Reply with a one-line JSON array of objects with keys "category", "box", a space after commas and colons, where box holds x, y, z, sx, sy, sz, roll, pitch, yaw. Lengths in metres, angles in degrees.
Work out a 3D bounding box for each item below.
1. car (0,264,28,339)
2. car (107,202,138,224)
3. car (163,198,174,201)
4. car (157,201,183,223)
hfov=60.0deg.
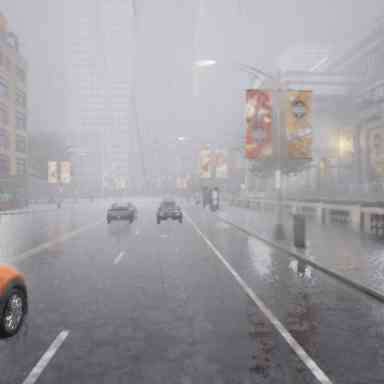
[{"category": "car", "box": [-3.750, 1.375, 3.753, 2.097, 1.767, 4.553, 0, 0, -2]}, {"category": "car", "box": [-5.227, 1.532, 25.302, 2.128, 1.511, 4.902, 0, 0, -4]}, {"category": "car", "box": [-2.865, 1.539, 40.390, 1.837, 1.490, 4.892, 0, 0, -4]}, {"category": "car", "box": [-1.755, 1.622, 25.849, 1.895, 1.301, 4.718, 0, 0, -4]}]
